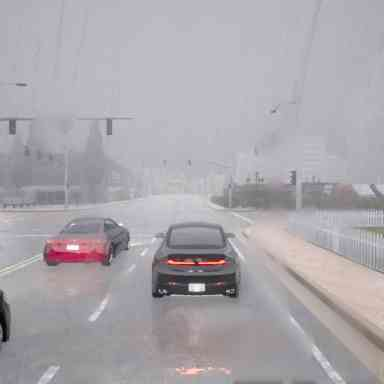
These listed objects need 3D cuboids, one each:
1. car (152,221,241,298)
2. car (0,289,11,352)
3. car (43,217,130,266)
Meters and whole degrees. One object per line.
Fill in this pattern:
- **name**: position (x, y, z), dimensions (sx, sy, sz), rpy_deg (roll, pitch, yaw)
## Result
- **car**: position (0.083, 1.505, 8.519), dimensions (1.837, 1.490, 4.892), rpy_deg (0, 0, 0)
- **car**: position (-3.410, 1.492, 2.647), dimensions (2.128, 1.511, 4.902), rpy_deg (0, 0, 0)
- **car**: position (-3.423, 1.564, 11.556), dimensions (1.994, 1.385, 4.181), rpy_deg (0, 0, 0)
